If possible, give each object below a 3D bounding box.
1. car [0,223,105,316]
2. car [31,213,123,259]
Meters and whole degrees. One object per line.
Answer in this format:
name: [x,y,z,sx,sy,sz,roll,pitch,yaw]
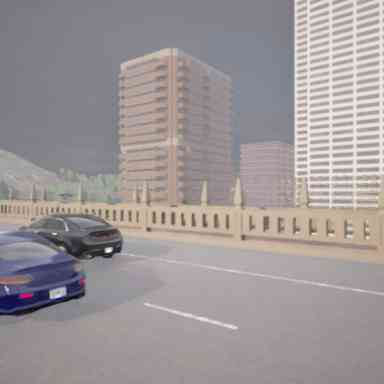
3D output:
car: [-4.128,1.531,6.935,4.674,1.442,1.812,0,0,35]
car: [-4.495,1.512,11.492,4.892,1.490,1.837,0,0,36]
